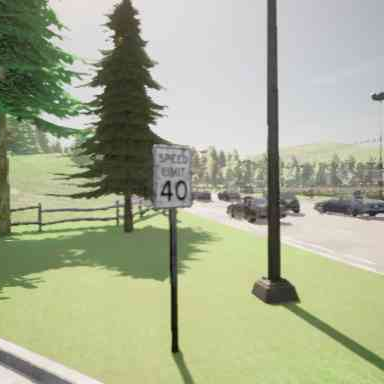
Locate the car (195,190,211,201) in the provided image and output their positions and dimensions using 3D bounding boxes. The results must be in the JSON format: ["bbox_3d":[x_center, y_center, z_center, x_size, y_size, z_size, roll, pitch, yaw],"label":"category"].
[{"bbox_3d":[1.186,0.460,45.545,1.882,1.535,5.008,-1,1,-14],"label":"car"}]

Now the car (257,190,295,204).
[{"bbox_3d":[9.910,0.536,39.688,2.033,1.411,5.357,-1,1,-14],"label":"car"}]

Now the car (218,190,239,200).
[{"bbox_3d":[4.961,0.435,44.915,2.128,1.511,4.902,-1,1,-14],"label":"car"}]

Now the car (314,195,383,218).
[{"bbox_3d":[10.633,0.894,22.762,2.033,1.411,5.357,-1,1,-14],"label":"car"}]

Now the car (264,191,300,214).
[{"bbox_3d":[6.297,0.698,25.576,2.097,1.767,4.553,-1,1,-14],"label":"car"}]

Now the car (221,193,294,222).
[{"bbox_3d":[3.886,1.029,20.895,2.033,1.411,5.357,-1,1,-14],"label":"car"}]

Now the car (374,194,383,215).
[{"bbox_3d":[14.454,0.875,21.945,1.994,1.385,4.181,-1,1,-14],"label":"car"}]
